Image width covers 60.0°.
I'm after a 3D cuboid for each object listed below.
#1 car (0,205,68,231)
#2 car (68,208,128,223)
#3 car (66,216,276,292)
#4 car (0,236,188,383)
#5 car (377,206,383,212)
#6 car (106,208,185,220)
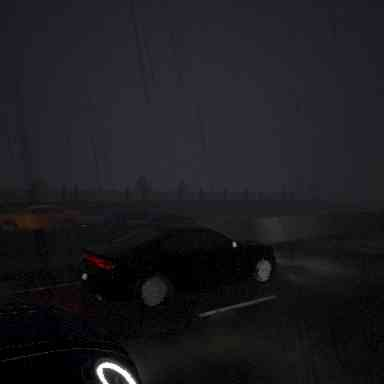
[{"bbox_3d":[-8.848,1.511,19.176,5.008,1.535,1.882,1,0,-35],"label":"car"},{"bbox_3d":[-3.705,1.616,18.541,5.357,1.411,2.033,1,0,-35],"label":"car"},{"bbox_3d":[-0.102,1.517,7.961,5.008,1.535,1.882,1,0,-36],"label":"car"},{"bbox_3d":[-2.510,1.344,1.945,4.553,1.767,2.097,0,0,-36],"label":"car"},{"bbox_3d":[26.701,2.446,44.476,4.902,1.511,2.128,5,-3,-35],"label":"car"},{"bbox_3d":[-1.560,1.633,15.772,4.181,1.385,1.994,1,0,-35],"label":"car"}]
